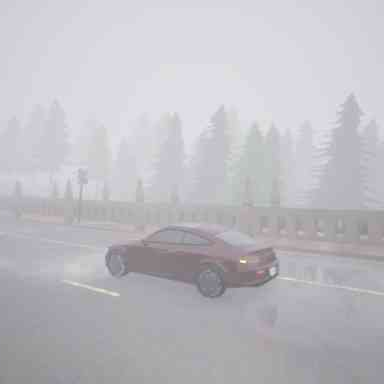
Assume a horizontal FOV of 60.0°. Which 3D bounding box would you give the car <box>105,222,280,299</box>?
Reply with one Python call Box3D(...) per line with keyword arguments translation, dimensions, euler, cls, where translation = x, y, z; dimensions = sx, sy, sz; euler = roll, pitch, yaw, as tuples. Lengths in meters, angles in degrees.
Box3D(translation=(-0.157, 1.500, 8.402), dimensions=(4.674, 1.442, 1.812), euler=(0, 0, 35), cls="car")
